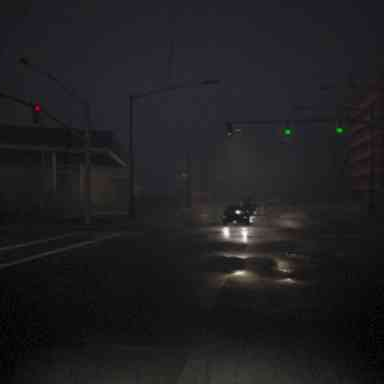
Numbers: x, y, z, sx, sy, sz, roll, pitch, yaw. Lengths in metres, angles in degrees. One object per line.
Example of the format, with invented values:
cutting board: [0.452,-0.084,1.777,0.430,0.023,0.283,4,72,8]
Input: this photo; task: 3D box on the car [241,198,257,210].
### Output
car: [5.251,1.623,33.755,1.994,1.385,4.181,-1,0,12]

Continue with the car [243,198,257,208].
car: [9.067,1.646,51.974,1.994,1.385,4.181,-1,0,12]

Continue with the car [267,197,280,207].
car: [13.141,1.579,53.577,1.812,1.442,4.674,-1,0,12]

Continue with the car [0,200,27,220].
car: [-16.658,1.516,27.474,4.611,1.667,2.242,-1,0,13]

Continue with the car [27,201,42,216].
car: [-16.141,1.690,33.246,3.806,1.475,1.970,-1,0,13]

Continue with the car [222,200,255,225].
car: [3.370,1.595,24.707,2.033,1.411,5.357,-1,0,12]
